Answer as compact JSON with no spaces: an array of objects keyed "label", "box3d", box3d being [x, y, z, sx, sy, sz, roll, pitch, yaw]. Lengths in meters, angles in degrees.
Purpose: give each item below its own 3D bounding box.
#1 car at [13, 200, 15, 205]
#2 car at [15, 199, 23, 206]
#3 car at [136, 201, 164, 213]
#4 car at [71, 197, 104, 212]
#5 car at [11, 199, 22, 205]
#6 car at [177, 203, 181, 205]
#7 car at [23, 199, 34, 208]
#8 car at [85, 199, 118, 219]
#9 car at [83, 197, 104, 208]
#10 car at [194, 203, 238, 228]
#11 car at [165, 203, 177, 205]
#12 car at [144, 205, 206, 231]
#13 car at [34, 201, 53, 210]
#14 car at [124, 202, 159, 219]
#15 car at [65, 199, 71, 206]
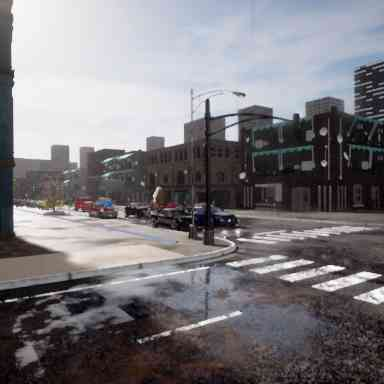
[{"label":"car","box3d":[-41.252,2.547,79.670,2.008,1.369,4.403,-1,0,-35]},{"label":"car","box3d":[-38.053,2.380,75.154,1.967,1.590,4.097,-1,0,-35]},{"label":"car","box3d":[-5.599,1.965,43.884,1.802,1.307,4.206,-2,0,-35]},{"label":"car","box3d":[-14.845,1.752,46.989,2.150,2.045,5.566,-1,0,-35]},{"label":"car","box3d":[-44.454,2.598,84.184,1.887,1.381,4.507,-1,0,-35]},{"label":"car","box3d":[0.803,1.808,34.854,2.008,1.369,4.403,-2,0,-35]},{"label":"car","box3d":[-31.647,2.376,66.125,2.008,1.369,4.403,-1,0,-35]},{"label":"car","box3d":[-9.236,1.846,34.519,1.967,1.590,4.097,-1,0,-35]},{"label":"car","box3d":[-18.414,1.939,61.943,2.192,1.841,5.009,-1,0,-35]},{"label":"car","box3d":[1.366,1.775,24.066,1.994,1.385,4.181,-1,0,-35]},{"label":"car","box3d":[-2.398,1.902,39.369,1.802,1.307,4.206,-2,0,-35]},{"label":"car","box3d":[-1.305,1.814,23.130,1.947,1.339,4.313,-2,0,-35]},{"label":"car","box3d":[-25.145,2.232,56.956,1.752,1.417,4.829,-1,0,-35]},{"label":"car","box3d":[-5.122,1.832,33.214,2.128,1.511,4.902,-1,0,-35]},{"label":"car","box3d":[-28.014,2.363,75.489,1.947,1.339,4.313,-1,0,-35]}]
